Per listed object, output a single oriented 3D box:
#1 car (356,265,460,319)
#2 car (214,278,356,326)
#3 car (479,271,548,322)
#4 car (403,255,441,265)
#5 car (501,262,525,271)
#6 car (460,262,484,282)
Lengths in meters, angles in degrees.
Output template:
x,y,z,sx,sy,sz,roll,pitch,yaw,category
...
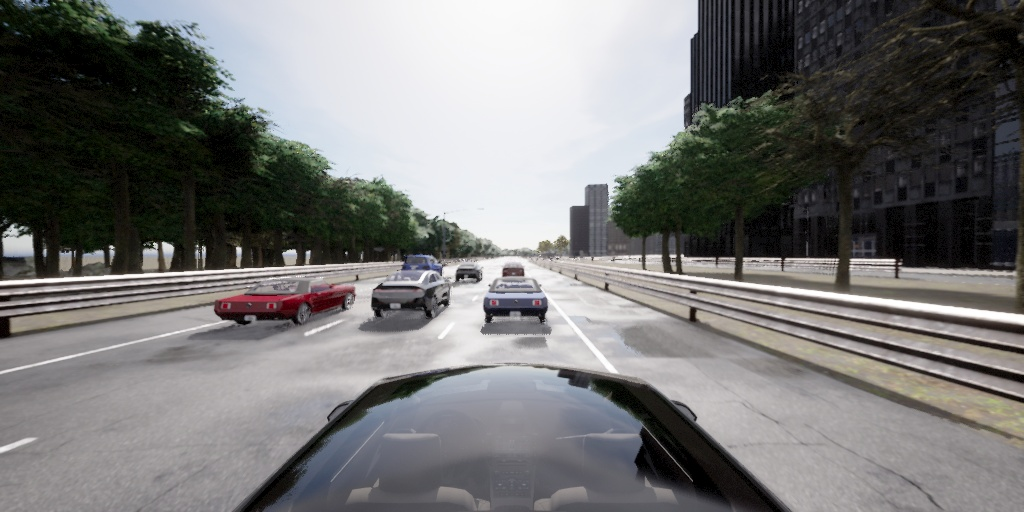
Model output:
x,y,z,sx,sy,sz,roll,pitch,yaw,category
-3.394,1.241,12.858,2.128,1.511,4.902,0,0,0,car
-6.897,1.351,11.685,1.895,1.301,4.718,0,0,0,car
0.104,1.350,12.333,1.895,1.301,4.718,0,0,0,car
-6.890,0.968,27.950,2.150,2.045,5.566,0,0,0,car
0.110,1.223,30.355,1.882,1.535,5.008,0,0,0,car
-3.390,1.251,28.935,1.837,1.490,4.892,0,0,0,car
